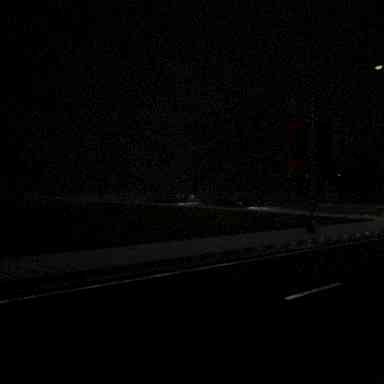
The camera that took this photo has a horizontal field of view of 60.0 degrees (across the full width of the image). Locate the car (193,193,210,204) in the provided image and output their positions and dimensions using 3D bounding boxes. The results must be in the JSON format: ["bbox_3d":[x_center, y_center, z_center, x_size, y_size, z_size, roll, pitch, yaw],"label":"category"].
[{"bbox_3d":[2.796,1.215,61.462,2.097,1.767,4.553,0,0,-36],"label":"car"}]

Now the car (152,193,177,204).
[{"bbox_3d":[-5.554,1.470,61.807,2.033,1.411,5.357,0,0,-36],"label":"car"}]

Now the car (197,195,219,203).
[{"bbox_3d":[3.125,1.382,66.491,1.812,1.442,4.674,0,0,-36],"label":"car"}]

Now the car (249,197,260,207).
[{"bbox_3d":[7.831,1.422,48.799,1.812,1.442,4.674,0,0,-36],"label":"car"}]

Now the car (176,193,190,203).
[{"bbox_3d":[-2.927,1.416,63.721,1.812,1.442,4.674,0,0,-36],"label":"car"}]

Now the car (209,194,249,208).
[{"bbox_3d":[5.148,1.389,46.957,2.128,1.511,4.902,0,0,-36],"label":"car"}]

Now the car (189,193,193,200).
[{"bbox_3d":[-1.091,1.032,72.238,2.097,1.767,4.553,0,0,-36],"label":"car"}]

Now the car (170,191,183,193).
[{"bbox_3d":[-3.752,0.902,70.373,2.150,2.045,5.566,0,0,-36],"label":"car"}]
